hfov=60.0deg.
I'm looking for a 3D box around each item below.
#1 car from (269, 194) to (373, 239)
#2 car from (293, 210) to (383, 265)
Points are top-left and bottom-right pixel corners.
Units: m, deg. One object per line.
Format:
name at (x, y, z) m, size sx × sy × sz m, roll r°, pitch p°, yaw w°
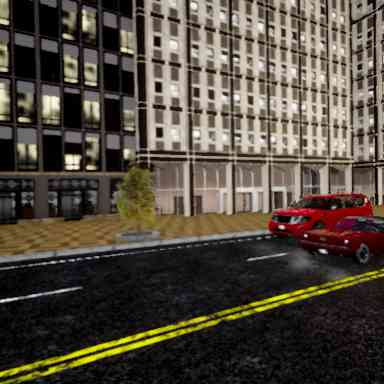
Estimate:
car at (6.117, 1.103, 15.423) m, size 5.566 × 2.045 × 2.150 m, roll 0°, pitch 0°, yaw -32°
car at (5.923, 1.509, 11.461) m, size 4.718 × 1.301 × 1.895 m, roll 0°, pitch 0°, yaw -32°
